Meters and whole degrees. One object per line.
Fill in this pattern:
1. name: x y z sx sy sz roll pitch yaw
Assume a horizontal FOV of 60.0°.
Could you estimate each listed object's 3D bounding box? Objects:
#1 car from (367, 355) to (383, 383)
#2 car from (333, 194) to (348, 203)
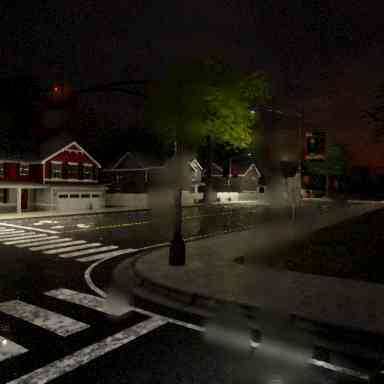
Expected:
1. car: 3.346 1.506 1.295 4.892 1.490 1.837 0 0 35
2. car: 27.979 1.208 62.741 2.128 1.511 4.902 1 0 36
